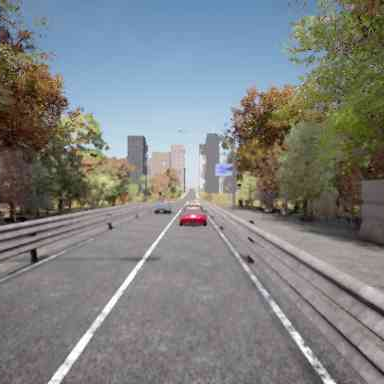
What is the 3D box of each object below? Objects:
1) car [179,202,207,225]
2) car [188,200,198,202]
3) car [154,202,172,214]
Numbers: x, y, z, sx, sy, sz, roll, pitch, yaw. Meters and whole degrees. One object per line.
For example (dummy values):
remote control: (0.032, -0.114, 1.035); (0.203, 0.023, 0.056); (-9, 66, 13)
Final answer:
car: (0.093, 1.681, 25.063); (1.994, 1.385, 4.181); (0, -1, 0)
car: (0.101, 1.838, 43.287); (1.882, 1.535, 5.008); (0, -1, 0)
car: (-3.341, 1.843, 39.193); (2.033, 1.411, 5.357); (0, -1, 0)
